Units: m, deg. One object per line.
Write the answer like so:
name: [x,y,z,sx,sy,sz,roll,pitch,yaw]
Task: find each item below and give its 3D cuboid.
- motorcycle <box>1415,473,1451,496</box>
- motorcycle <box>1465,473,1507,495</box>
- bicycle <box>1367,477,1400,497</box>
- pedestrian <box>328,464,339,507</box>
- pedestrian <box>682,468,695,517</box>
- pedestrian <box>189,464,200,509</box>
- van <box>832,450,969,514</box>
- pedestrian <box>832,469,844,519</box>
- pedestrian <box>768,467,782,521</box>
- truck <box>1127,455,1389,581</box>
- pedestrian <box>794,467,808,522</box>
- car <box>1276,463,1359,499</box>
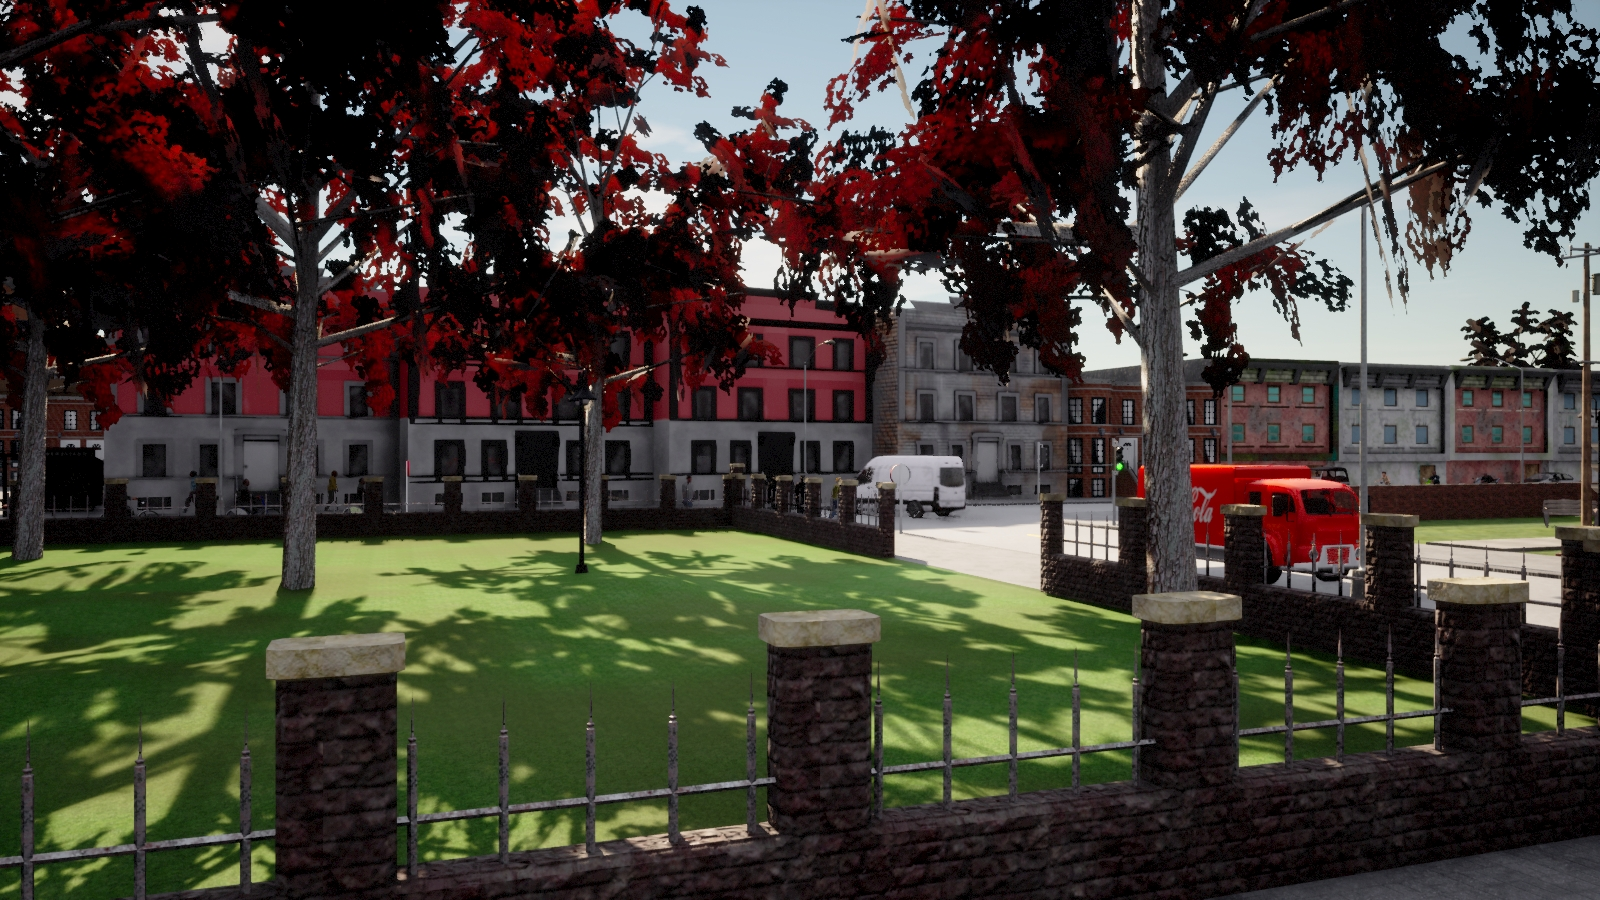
motorcycle: [36.002,1.962,64.979,1.805,1.236,0.856,0,0,-20]
motorcycle: [39.853,1.985,66.375,2.209,1.251,0.867,0,0,-20]
bicycle: [32.543,2.036,63.766,1.487,1.080,0.859,0,0,-20]
pedestrian: [-20.017,1.524,49.011,0.375,1.860,0.375,0,0,-16]
pedestrian: [-4.302,1.628,44.099,0.375,1.860,0.375,0,0,-43]
pedestrian: [-25.404,1.522,47.974,0.375,1.860,0.375,0,0,-23]
van: [4.176,1.314,48.559,1.988,2.561,5.915,2,-1,-44]
pedestrian: [1.417,1.628,42.625,0.375,1.860,0.375,0,0,-16]
pedestrian: [-0.862,1.525,39.507,0.375,1.860,0.375,0,0,-20]
truck: [9.964,1.348,25.442,2.627,2.467,5.204,0,0,-20]
pedestrian: [0.028,1.525,39.339,0.375,1.860,0.375,0,0,-19]
car: [28.140,1.638,62.162,3.866,1.878,1.905,0,0,-20]
